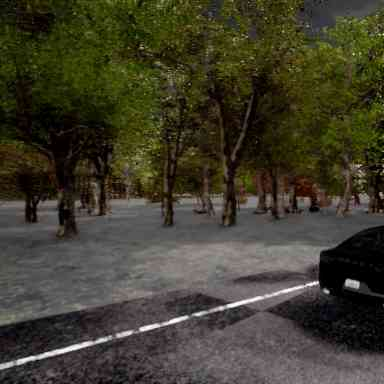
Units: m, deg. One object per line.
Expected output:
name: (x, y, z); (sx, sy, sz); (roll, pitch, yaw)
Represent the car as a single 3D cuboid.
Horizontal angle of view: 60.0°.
car: (4.860, 1.475, 7.342); (5.008, 1.535, 1.882); (0, 0, -36)
